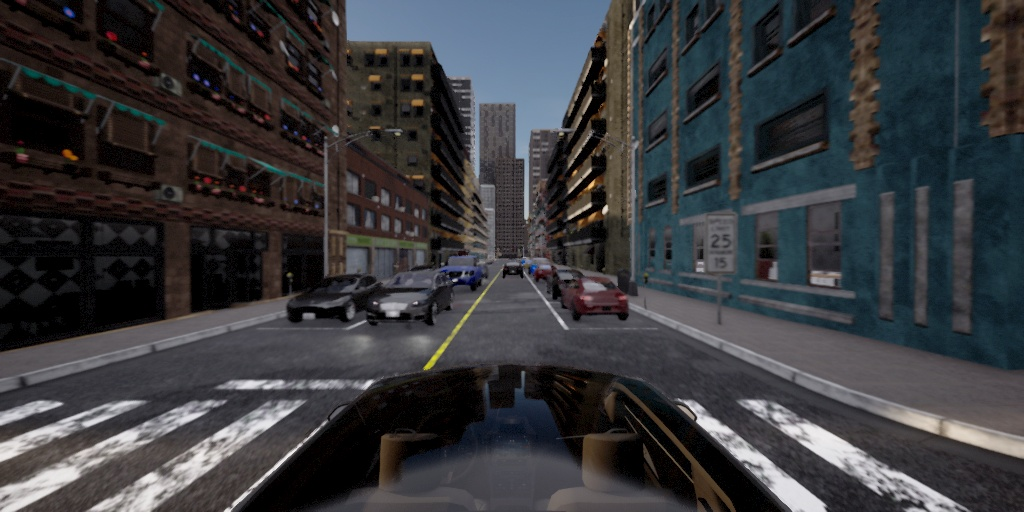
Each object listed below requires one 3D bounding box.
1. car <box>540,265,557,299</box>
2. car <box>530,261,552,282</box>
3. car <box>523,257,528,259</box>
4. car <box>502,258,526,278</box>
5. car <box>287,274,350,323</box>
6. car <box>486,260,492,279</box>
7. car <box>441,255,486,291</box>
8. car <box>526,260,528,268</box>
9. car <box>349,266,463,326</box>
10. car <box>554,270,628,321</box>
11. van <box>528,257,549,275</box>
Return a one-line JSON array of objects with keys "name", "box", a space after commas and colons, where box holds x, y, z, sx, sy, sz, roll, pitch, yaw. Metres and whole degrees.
[{"name": "car", "box": [2.683, 1.317, 17.754, 1.948, 1.339, 4.313, 0, 0, 0]}, {"name": "car", "box": [2.680, 1.298, 28.800, 1.888, 1.381, 4.507, 0, 0, 0]}, {"name": "car", "box": [2.670, 1.290, 56.587, 1.751, 1.417, 4.829, 0, 0, 0]}, {"name": "car", "box": [0.088, 1.232, 34.381, 1.882, 1.535, 5.008, 0, 0, 0]}, {"name": "car", "box": [-5.696, 1.315, 12.239, 1.948, 1.339, 4.313, 0, 0, 0]}, {"name": "car", "box": [-3.093, 1.317, 31.917, 1.994, 1.385, 4.181, 0, 0, 0]}, {"name": "car", "box": [-3.091, 0.973, 22.465, 2.150, 2.045, 5.566, 0, 0, 0]}, {"name": "car", "box": [2.676, 1.323, 39.848, 1.948, 1.339, 4.313, 0, 0, 0]}, {"name": "car", "box": [-3.094, 1.241, 11.765, 2.128, 1.511, 4.902, 0, 0, 0]}, {"name": "car", "box": [2.685, 1.332, 12.230, 1.802, 1.307, 4.207, 0, 0, 0]}, {"name": "van", "box": [2.678, 1.096, 34.324, 1.690, 1.789, 3.998, 0, 0, 0]}]
